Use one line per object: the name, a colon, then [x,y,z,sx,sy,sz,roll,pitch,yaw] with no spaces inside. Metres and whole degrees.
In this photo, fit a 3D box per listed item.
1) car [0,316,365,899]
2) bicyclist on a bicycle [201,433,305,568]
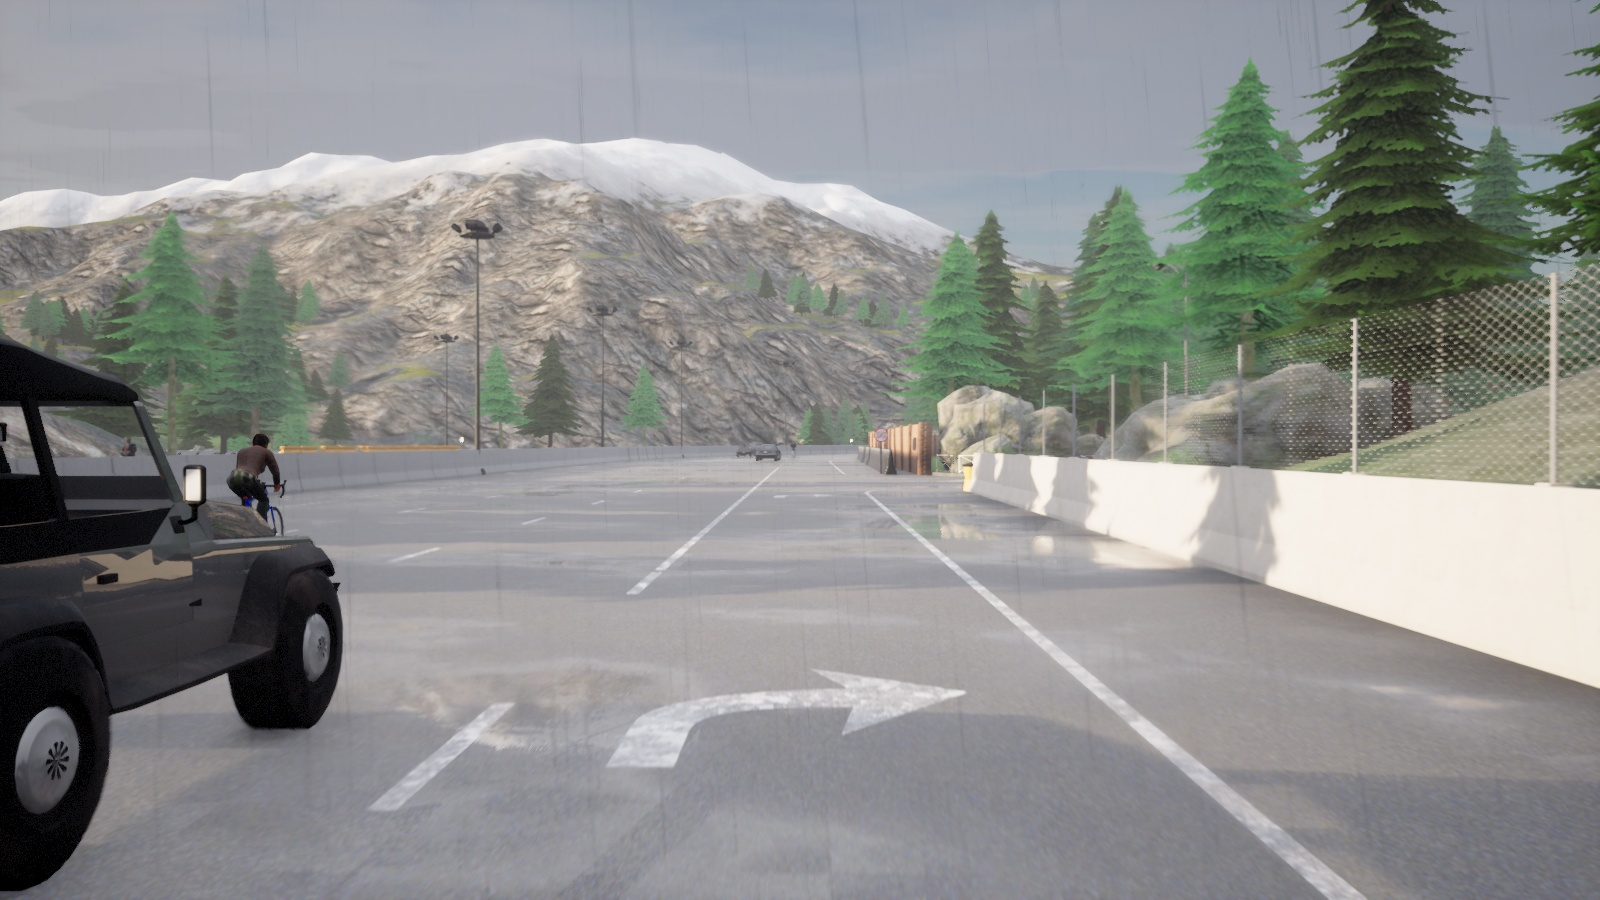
car: [-3.455,0.510,5.258,1.905,1.878,3.866,0,0,0]
bicyclist on a bicycle: [-6.894,0.604,15.899,0.582,1.620,1.656,0,0,0]
